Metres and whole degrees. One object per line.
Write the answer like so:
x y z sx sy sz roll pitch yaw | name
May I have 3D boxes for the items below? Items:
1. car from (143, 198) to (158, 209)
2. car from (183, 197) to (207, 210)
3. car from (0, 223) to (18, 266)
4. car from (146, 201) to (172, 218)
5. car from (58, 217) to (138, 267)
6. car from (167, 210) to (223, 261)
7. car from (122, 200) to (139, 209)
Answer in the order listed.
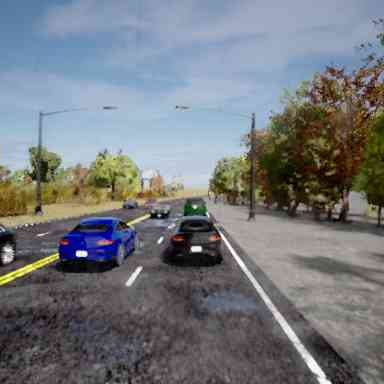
-6.199 1.748 51.395 2.097 1.767 4.553 1 0 1 | car
0.281 1.555 33.321 2.150 2.045 5.566 0 -1 0 | car
-6.562 1.490 8.856 1.837 1.490 4.892 1 -1 0 | car
-2.976 1.886 32.819 1.895 1.301 4.718 1 -1 0 | car
-3.103 1.604 11.683 1.812 1.442 4.674 1 -1 0 | car
0.145 1.653 12.768 1.812 1.442 4.674 -1 -1 0 | car
-9.449 1.884 51.559 2.033 1.411 5.357 1 -1 1 | car
